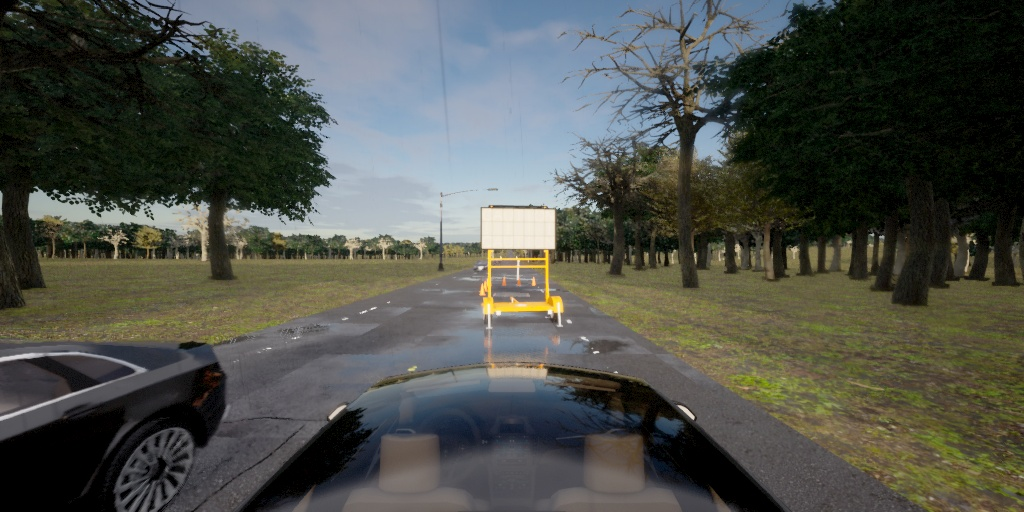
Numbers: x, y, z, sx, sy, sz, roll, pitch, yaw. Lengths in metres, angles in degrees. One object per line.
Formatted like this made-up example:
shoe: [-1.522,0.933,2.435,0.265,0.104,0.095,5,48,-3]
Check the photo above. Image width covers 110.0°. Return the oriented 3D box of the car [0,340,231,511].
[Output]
car: [-3.599,1.241,1.346,2.128,1.511,4.902,0,0,0]

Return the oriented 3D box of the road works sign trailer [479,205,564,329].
road works sign trailer: [0.180,0.211,11.369,2.380,3.560,2.880,0,0,-8]

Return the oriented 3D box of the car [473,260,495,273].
car: [-3.666,1.266,44.250,2.128,1.511,4.902,0,0,0]
